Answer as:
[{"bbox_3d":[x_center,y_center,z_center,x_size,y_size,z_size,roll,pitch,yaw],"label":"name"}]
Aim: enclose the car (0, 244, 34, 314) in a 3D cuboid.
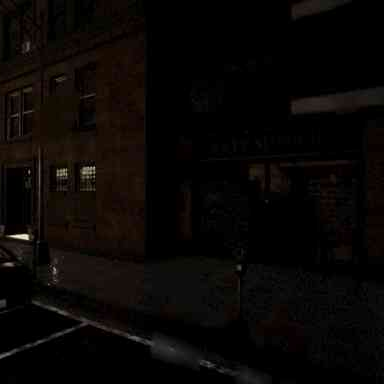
[{"bbox_3d":[-4.837,1.551,6.518,4.403,1.369,2.008,0,0,35],"label":"car"}]
